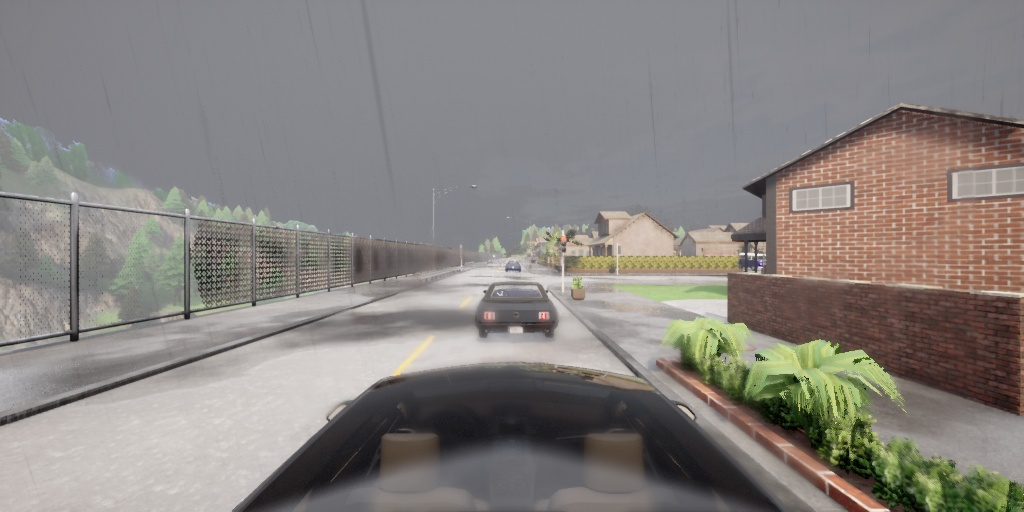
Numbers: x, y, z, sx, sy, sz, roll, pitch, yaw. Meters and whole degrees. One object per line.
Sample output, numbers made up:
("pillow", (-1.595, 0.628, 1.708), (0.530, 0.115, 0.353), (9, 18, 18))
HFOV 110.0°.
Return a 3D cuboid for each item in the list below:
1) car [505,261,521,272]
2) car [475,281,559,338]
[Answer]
("car", (0.152, 1.314, 46.251), (1.994, 1.385, 4.181), (0, 0, 0))
("car", (0.108, 1.351, 10.145), (1.895, 1.301, 4.718), (0, 0, 0))
